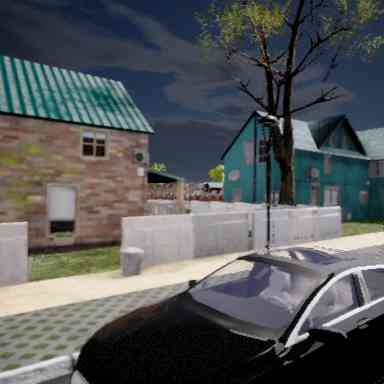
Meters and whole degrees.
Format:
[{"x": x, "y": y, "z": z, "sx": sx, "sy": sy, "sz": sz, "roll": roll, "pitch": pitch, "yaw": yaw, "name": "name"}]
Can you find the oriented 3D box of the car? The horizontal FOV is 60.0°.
[{"x": 1.148, "y": 1.490, "z": 3.889, "sx": 4.902, "sy": 1.511, "sz": 2.128, "roll": 0, "pitch": 0, "yaw": -36, "name": "car"}]
